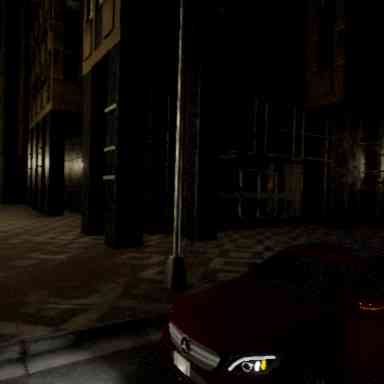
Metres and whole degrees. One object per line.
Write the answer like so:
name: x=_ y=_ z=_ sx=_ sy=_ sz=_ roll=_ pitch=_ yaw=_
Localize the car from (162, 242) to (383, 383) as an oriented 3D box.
car: x=1.864 y=1.491 z=4.587 sx=4.674 sy=1.442 sz=1.812 roll=1 pitch=1 yaw=-33
